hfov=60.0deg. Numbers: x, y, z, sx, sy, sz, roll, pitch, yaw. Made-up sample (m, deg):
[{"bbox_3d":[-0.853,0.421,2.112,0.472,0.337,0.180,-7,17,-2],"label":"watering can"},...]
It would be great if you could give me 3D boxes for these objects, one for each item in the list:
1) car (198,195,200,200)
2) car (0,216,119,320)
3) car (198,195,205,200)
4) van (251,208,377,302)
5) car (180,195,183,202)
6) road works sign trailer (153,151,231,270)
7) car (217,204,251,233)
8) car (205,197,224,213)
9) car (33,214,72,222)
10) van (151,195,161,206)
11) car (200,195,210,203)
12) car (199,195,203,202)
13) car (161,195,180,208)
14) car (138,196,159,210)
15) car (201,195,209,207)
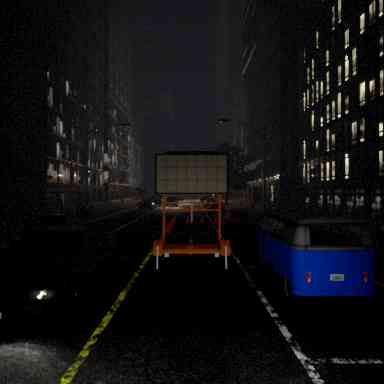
[{"bbox_3d":[2.654,1.410,64.928,1.967,1.590,4.097,0,0,0],"label":"car"},{"bbox_3d":[-3.105,1.547,7.856,2.033,1.411,5.357,0,0,0],"label":"car"},{"bbox_3d":[2.638,1.462,93.390,1.887,1.381,4.507,0,0,0],"label":"car"},{"bbox_3d":[2.686,1.341,8.004,1.690,1.788,3.998,0,0,0],"label":"van"},{"bbox_3d":[-3.044,1.480,74.320,1.812,1.442,4.674,0,0,0],"label":"car"},{"bbox_3d":[-0.006,0.464,11.021,2.380,3.560,2.880,0,0,0],"label":"road works sign trailer"},{"bbox_3d":[2.679,1.581,19.388,1.802,1.307,4.206,0,0,0],"label":"car"},{"bbox_3d":[2.669,1.581,36.466,1.802,1.307,4.206,0,0,0],"label":"car"},{"bbox_3d":[-5.699,1.581,13.693,1.802,1.307,4.206,0,0,0],"label":"car"},{"bbox_3d":[-5.721,1.328,53.542,1.690,1.788,3.998,0,0,0],"label":"van"},{"bbox_3d":[2.650,1.401,70.620,1.967,1.590,4.097,0,0,0],"label":"car"},{"bbox_3d":[2.660,1.538,53.543,2.008,1.369,4.403,0,0,0],"label":"car"},{"bbox_3d":[-3.126,1.496,49.432,1.837,1.490,4.892,0,0,0],"label":"car"},{"bbox_3d":[-5.715,1.548,42.157,2.008,1.369,4.403,0,0,0],"label":"car"},{"bbox_3d":[2.663,1.544,47.850,2.008,1.369,4.403,0,0,0],"label":"car"}]
